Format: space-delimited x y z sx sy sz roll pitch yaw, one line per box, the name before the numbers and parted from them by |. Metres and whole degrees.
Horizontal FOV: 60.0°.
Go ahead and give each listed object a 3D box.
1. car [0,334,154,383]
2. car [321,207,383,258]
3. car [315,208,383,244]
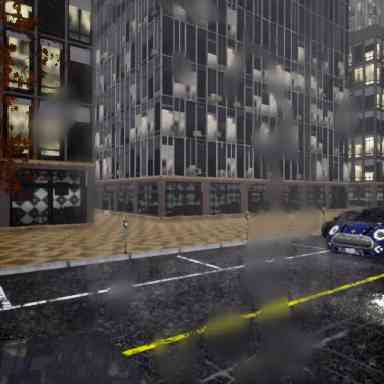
car | -2.609 1.547 1.448 5.357 1.411 2.033 0 0 -35
car | 7.032 1.350 12.259 4.553 1.767 2.097 0 0 -36
car | 8.140 1.563 16.226 4.313 1.339 1.947 0 0 -36
